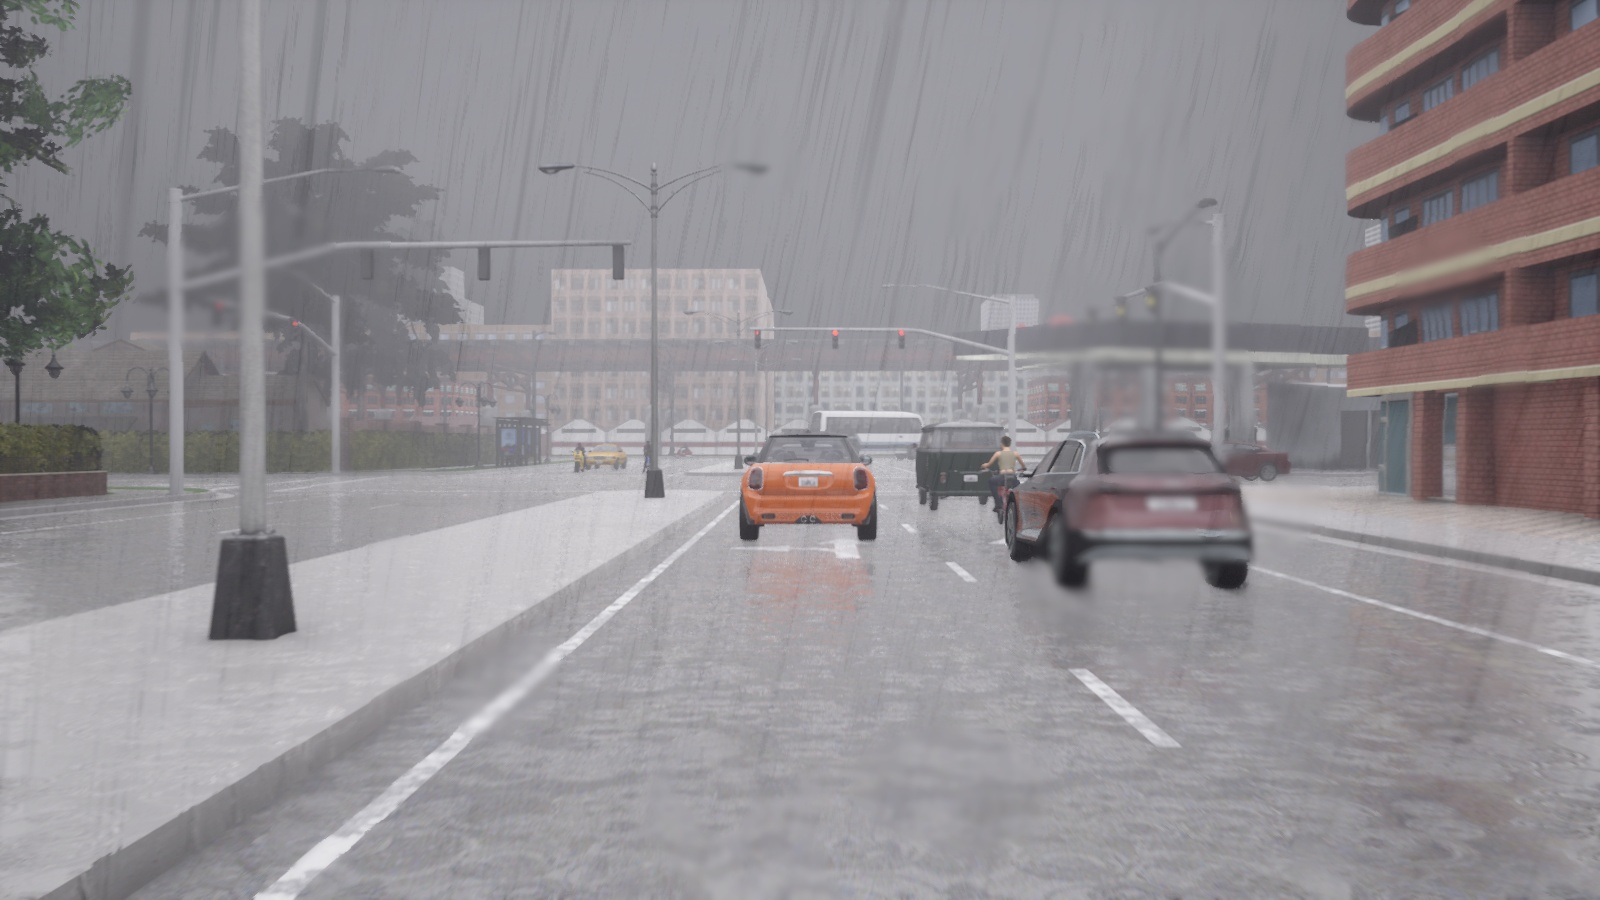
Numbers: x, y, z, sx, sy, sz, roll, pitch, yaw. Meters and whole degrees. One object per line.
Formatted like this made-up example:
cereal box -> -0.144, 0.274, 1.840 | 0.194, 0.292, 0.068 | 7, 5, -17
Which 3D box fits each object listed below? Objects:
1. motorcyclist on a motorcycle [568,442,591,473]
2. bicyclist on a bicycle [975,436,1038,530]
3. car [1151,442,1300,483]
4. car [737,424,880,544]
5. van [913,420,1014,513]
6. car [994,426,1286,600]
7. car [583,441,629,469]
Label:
motorcyclist on a motorcycle -> -11.141, 0.362, 63.485 | 0.797, 1.523, 2.044 | 0, 0, 0
bicyclist on a bicycle -> 3.643, 0.561, 22.225 | 0.866, 1.612, 1.509 | 0, 0, 0
car -> 16.098, 0.469, 47.651 | 5.008, 1.535, 1.882 | 0, 0, -2
car -> 0.133, 0.488, 20.719 | 2.097, 1.767, 4.553 | 0, 0, 0
van -> 3.680, 0.339, 28.929 | 1.775, 1.987, 4.442 | 0, 0, 0
car -> 3.597, 0.597, 14.317 | 2.033, 1.649, 4.856 | 0, 0, 0
car -> -11.075, 0.270, 72.050 | 1.801, 1.575, 5.366 | 0, 0, 0
